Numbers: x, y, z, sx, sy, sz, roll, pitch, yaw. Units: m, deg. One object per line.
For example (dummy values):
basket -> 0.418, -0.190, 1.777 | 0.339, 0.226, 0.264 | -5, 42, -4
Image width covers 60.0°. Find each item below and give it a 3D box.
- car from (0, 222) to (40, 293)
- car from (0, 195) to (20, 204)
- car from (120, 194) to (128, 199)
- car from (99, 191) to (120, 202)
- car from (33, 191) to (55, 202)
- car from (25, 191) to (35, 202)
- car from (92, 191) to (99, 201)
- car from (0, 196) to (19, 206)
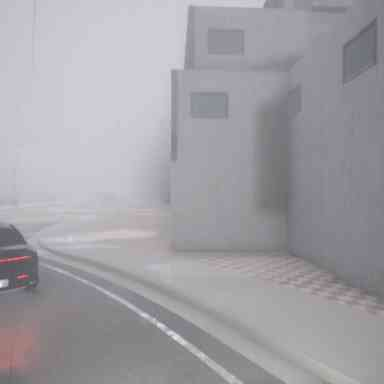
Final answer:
car -> -5.218, 1.453, 7.991 | 1.837, 1.490, 4.892 | 0, 1, -42
car -> -30.472, 1.254, 54.827 | 1.895, 1.301, 4.718 | 0, 0, -3
car -> -17.028, 1.103, 81.682 | 1.994, 1.385, 4.181 | 0, 0, -3
car -> -15.878, 0.861, 64.305 | 2.150, 2.045, 5.566 | 0, 0, -3
car -> -27.396, 1.114, 62.592 | 2.128, 1.511, 4.902 | 0, 0, -3
car -> -31.114, 0.818, 66.111 | 2.150, 2.045, 5.566 | 0, 0, -3
car -> -19.897, 0.814, 71.135 | 2.150, 2.045, 5.566 | 0, 0, -3
car -> -26.509, 1.305, 46.607 | 1.895, 1.301, 4.718 | 0, 0, -3
